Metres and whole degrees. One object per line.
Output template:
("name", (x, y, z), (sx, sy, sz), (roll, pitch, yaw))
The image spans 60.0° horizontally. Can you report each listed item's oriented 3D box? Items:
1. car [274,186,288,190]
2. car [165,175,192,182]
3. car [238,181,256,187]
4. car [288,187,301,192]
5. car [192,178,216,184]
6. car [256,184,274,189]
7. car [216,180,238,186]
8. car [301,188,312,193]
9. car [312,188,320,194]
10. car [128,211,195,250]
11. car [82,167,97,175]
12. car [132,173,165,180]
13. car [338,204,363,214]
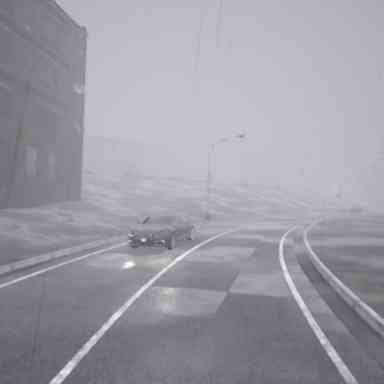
("car", (19.156, -0.654, 76.266), (4.674, 1.452, 2.002), (4, -6, -39))
("car", (-3.070, -2.153, 59.542), (4.892, 1.521, 2.231), (3, -5, -33))
("car", (10.408, -1.431, 69.238), (4.553, 1.767, 2.185), (4, -6, -37))
("car", (23.266, -0.387, 79.792), (4.892, 1.521, 2.231), (4, -6, -41))
("car", (1.498, -1.841, 62.676), (4.674, 1.452, 2.002), (3, -5, -35))
("car", (14.896, -0.968, 72.770), (4.792, 1.488, 2.163), (4, -6, -38))
("car", (5.997, -1.596, 65.914), (5.008, 1.535, 2.097), (4, -5, -36))
("car", (27.455, -0.169, 83.558), (4.553, 1.767, 2.185), (5, -6, -42))
("car", (31.557, 0.075, 87.380), (5.566, 2.045, 2.435), (5, -6, -43))
("car", (-1.232, 1.656, 15.217), (1.837, 1.490, 4.892), (-1, -1, 16))
("car", (-16.805, -2.990, 50.506), (4.553, 1.767, 2.185), (3, -5, -33))
("car", (-7.673, -2.400, 56.505), (4.892, 1.521, 2.231), (3, -5, -33))
("car", (23.965, 2.592, 50.232), (4.674, 1.442, 1.812), (1, -4, -34))
